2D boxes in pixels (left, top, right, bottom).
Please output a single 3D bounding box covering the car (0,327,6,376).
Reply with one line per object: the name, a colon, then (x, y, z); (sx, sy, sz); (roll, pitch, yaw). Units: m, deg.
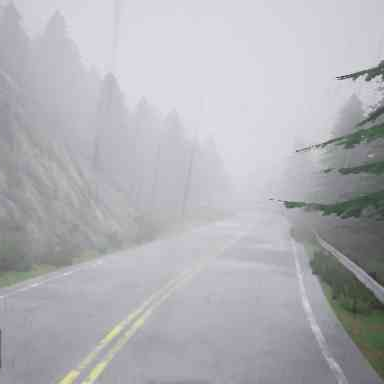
car: (-2.859, 1.462, 1.234); (2.128, 1.511, 4.902); (1, 0, 4)
